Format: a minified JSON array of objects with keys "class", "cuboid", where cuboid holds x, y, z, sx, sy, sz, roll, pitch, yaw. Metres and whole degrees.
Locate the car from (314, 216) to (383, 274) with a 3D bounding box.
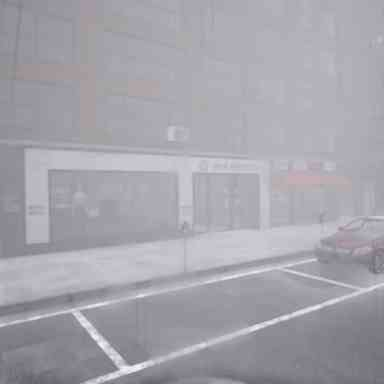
[{"class":"car","cuboid":[5.415,1.397,9.790,4.206,1.307,1.802,-1,1,-34]}]
